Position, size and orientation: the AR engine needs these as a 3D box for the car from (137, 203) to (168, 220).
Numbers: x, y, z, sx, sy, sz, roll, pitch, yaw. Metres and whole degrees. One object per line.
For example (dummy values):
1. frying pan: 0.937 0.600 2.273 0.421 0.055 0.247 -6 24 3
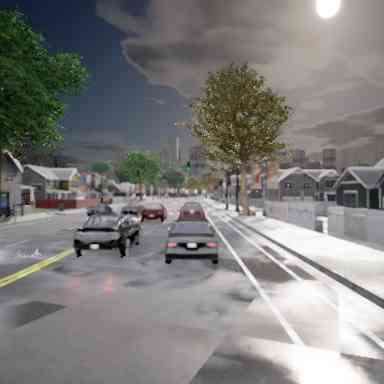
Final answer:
1. car: -3.227 1.763 29.242 1.882 1.535 5.008 0 0 0

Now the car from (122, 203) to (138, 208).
1. car: -6.512 1.903 36.539 2.033 1.411 5.357 0 -1 0

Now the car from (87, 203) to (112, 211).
1. car: -9.771 1.910 35.526 1.994 1.385 4.181 0 -1 0

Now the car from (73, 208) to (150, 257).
1. car: -3.230 1.626 13.505 2.128 1.511 4.902 0 0 0

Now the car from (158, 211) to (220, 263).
1. car: 0.010 1.671 12.504 2.033 1.411 5.357 0 -1 0

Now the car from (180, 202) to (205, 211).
1. car: 0.017 1.629 28.419 2.097 1.767 4.553 0 -1 0
